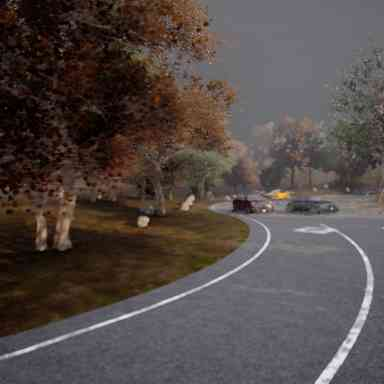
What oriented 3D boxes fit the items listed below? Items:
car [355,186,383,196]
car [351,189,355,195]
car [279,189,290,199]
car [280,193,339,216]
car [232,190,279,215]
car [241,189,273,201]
[{"bbox_3d":[28.742,-0.094,52.645,4.181,1.385,1.994,-1,1,11],"label":"car"},{"bbox_3d":[29.315,-0.244,55.839,4.902,1.511,2.128,-1,1,11],"label":"car"},{"bbox_3d":[12.065,0.415,47.427,5.008,1.535,1.882,-3,1,-44],"label":"car"},{"bbox_3d":[9.367,1.023,26.165,1.994,1.385,4.181,-2,1,-26],"label":"car"},{"bbox_3d":[5.048,0.895,28.176,2.097,1.767,4.553,-2,1,-16],"label":"car"},{"bbox_3d":[9.733,0.455,49.551,4.902,1.511,2.128,-3,2,-44],"label":"car"}]
